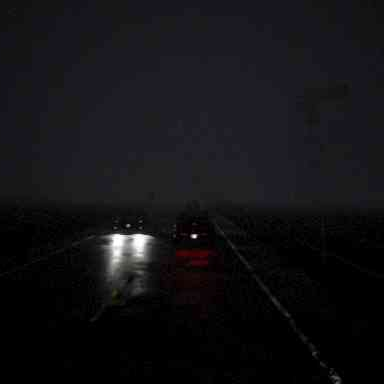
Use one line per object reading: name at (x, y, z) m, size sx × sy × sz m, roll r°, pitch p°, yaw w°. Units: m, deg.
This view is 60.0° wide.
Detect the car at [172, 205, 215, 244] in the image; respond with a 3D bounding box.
car at (0.097, 1.607, 16.443) m, size 1.837 × 1.490 × 4.892 m, roll 0°, pitch 0°, yaw 0°

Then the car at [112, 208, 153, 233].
car at (-3.546, 1.691, 20.497) m, size 1.994 × 1.385 × 4.181 m, roll 0°, pitch 0°, yaw 0°

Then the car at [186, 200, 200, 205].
car at (0.092, 1.764, 44.279) m, size 2.128 × 1.511 × 4.902 m, roll 0°, pitch 0°, yaw 0°
